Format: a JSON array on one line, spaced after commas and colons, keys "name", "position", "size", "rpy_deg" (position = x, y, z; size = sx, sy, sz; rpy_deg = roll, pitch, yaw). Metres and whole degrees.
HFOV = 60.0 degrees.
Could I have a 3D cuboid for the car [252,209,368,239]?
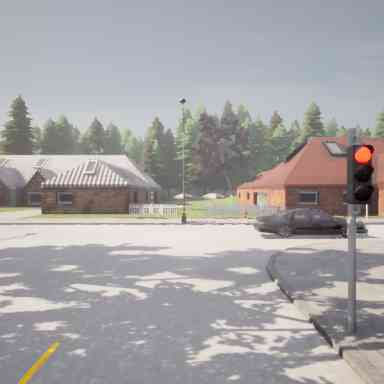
[{"name": "car", "position": [5.799, 1.547, 16.734], "size": [5.357, 1.411, 2.033], "rpy_deg": [0, 0, 0]}]
